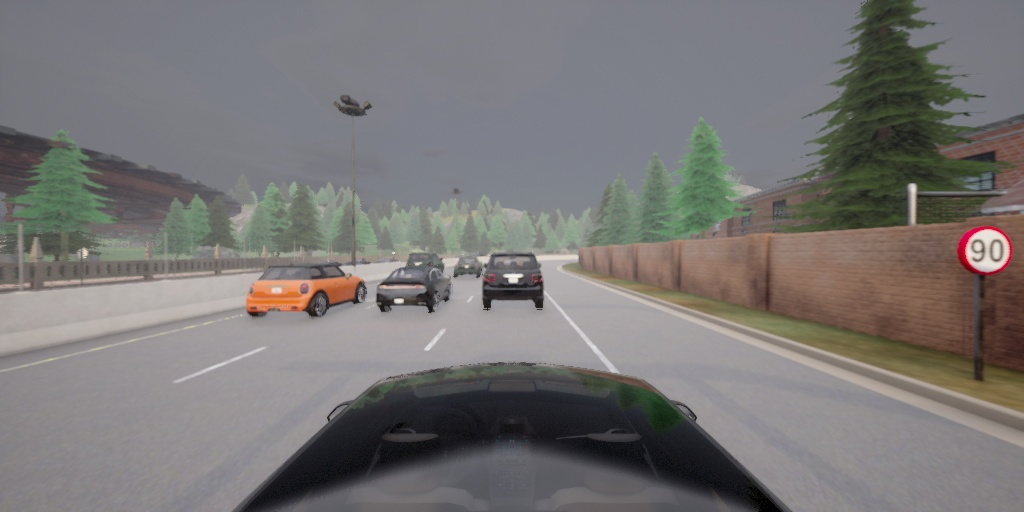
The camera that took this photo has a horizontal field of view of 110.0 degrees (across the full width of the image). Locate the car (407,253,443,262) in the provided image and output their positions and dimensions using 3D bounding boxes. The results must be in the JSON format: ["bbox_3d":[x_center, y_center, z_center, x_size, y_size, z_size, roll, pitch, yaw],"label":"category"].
[{"bbox_3d":[-7.048,0.732,29.528,2.150,2.045,5.566,0,1,0],"label":"car"}]

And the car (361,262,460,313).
[{"bbox_3d":[-3.466,1.143,13.397,2.128,1.511,4.902,0,1,0],"label":"car"}]

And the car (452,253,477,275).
[{"bbox_3d":[-3.553,0.847,30.258,2.097,1.767,4.553,0,1,0],"label":"car"}]

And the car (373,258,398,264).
[{"bbox_3d":[-14.070,0.976,40.134,2.033,1.411,5.357,0,1,3],"label":"car"}]

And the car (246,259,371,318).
[{"bbox_3d":[-6.965,1.017,12.733,2.097,1.767,4.553,0,0,0],"label":"car"}]

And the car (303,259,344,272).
[{"bbox_3d":[-21.049,1.046,40.235,1.895,1.301,4.718,0,1,3],"label":"car"}]

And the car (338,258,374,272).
[{"bbox_3d":[-17.488,0.998,40.468,1.994,1.385,4.181,0,1,3],"label":"car"}]

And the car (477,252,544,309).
[{"bbox_3d":[0.033,0.855,14.295,2.150,2.045,5.566,0,1,0],"label":"car"}]
